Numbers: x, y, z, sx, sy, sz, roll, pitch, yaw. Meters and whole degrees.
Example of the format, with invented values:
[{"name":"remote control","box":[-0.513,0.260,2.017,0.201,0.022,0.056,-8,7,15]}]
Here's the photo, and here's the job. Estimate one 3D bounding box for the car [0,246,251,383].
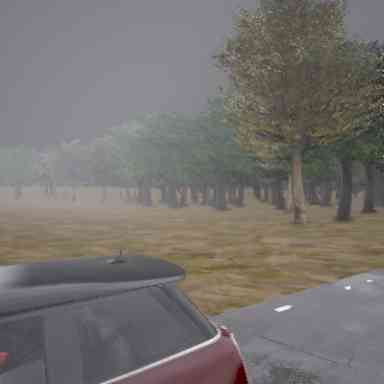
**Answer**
[{"name":"car","box":[-1.756,1.353,2.003,4.553,1.767,2.097,0,0,-36]}]
